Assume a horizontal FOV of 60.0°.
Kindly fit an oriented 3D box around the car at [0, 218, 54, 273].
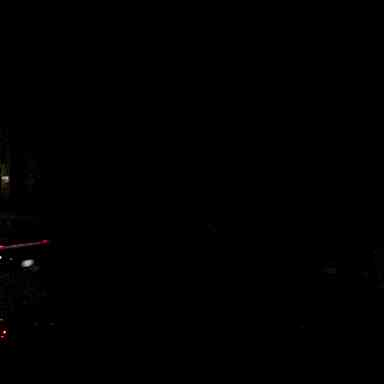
[{"bbox_3d":[-5.849,1.504,9.547,4.902,1.511,2.128,0,0,39],"label":"car"}]
